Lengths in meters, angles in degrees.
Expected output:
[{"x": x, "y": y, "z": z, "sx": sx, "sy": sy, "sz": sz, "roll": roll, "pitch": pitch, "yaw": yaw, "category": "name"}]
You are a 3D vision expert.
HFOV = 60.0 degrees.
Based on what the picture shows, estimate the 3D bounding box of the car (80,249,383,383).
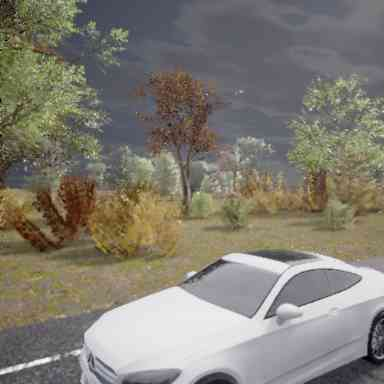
[{"x": 0.958, "y": 1.564, "z": 4.449, "sx": 4.674, "sy": 1.442, "sz": 1.812, "roll": 0, "pitch": -1, "yaw": -33, "category": "car"}]
